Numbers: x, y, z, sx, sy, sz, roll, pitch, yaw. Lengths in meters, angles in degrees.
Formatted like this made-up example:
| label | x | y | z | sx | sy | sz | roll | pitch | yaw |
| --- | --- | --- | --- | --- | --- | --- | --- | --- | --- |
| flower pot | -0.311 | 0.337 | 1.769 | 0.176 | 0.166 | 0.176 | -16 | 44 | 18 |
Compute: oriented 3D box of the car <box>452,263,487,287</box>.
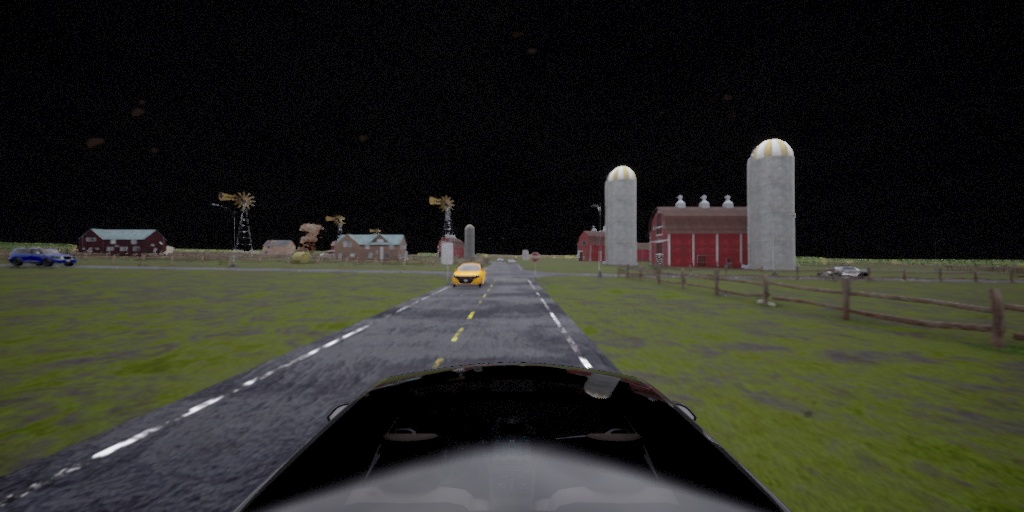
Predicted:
| label | x | y | z | sx | sy | sz | roll | pitch | yaw |
| --- | --- | --- | --- | --- | --- | --- | --- | --- | --- |
| car | -2.807 | 1.230 | 24.379 | 1.882 | 1.535 | 5.008 | 0 | 0 | 0 |

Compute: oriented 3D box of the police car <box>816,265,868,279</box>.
| label | x | y | z | sx | sy | sz | roll | pitch | yaw |
| --- | --- | --- | --- | --- | --- | --- | --- | --- | --- |
| police car | 39.106 | 1.924 | 42.691 | 4.974 | 1.542 | 2.038 | 1 | -1 | 0 |
